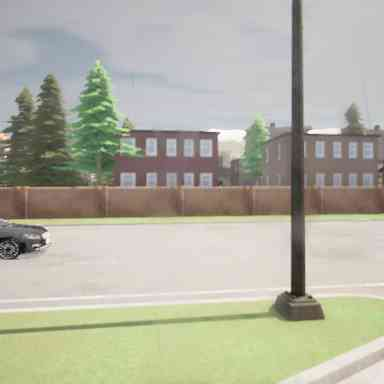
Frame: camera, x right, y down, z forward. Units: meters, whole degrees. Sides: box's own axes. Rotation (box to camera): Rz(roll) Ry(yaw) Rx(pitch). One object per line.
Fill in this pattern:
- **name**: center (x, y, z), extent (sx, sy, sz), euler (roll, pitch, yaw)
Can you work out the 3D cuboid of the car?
- **car**: center (-7.564, 1.492, 11.563), extent (4.902, 1.511, 2.128), euler (0, 0, -7)
